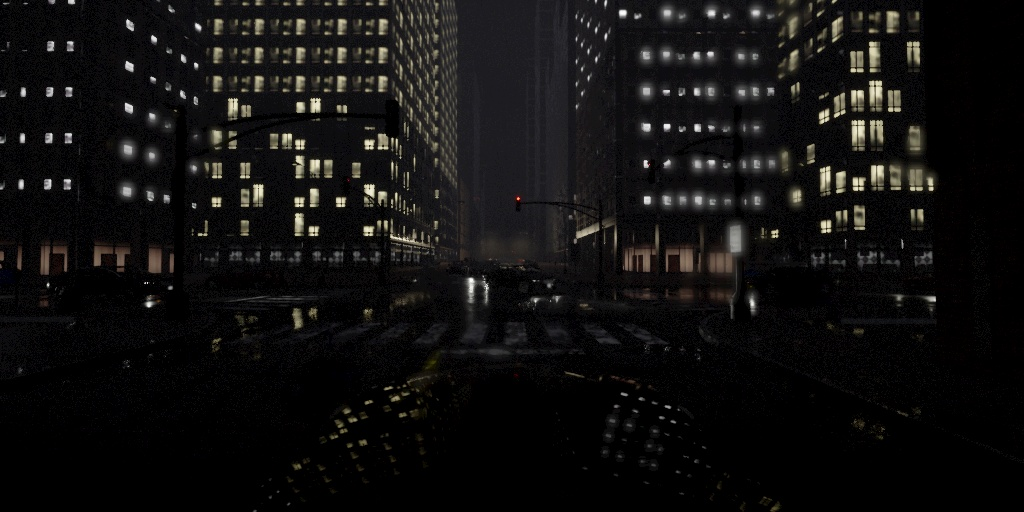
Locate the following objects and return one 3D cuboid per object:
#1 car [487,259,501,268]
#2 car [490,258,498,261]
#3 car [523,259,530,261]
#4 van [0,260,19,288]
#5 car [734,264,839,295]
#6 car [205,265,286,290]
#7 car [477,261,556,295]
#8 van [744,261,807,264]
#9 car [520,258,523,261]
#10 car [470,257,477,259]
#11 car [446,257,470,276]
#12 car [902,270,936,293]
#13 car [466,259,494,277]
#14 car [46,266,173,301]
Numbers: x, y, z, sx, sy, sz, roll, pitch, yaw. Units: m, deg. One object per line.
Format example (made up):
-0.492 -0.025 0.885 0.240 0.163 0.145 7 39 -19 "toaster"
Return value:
-3.067 1.321 61.699 2.033 1.411 5.357 0 0 0 "car"
-3.100 1.331 48.569 1.994 1.385 4.181 0 0 0 "car"
2.686 1.350 48.847 1.802 1.307 4.207 0 0 0 "car"
-33.440 1.132 22.232 3.998 1.789 1.690 0 0 0 "van"
14.872 1.321 19.553 4.892 1.490 1.837 0 -1 0 "car"
-16.494 1.255 22.196 4.097 1.591 1.967 0 0 0 "car"
0.394 1.248 20.259 2.128 1.511 4.902 0 0 -38 "car"
15.979 1.210 22.125 3.998 1.789 1.690 0 0 0 "van"
2.686 1.298 60.172 1.751 1.417 4.829 0 0 0 "car"
-5.694 1.082 48.784 2.192 1.841 5.009 0 0 0 "car"
-5.693 1.203 37.634 1.967 1.591 4.097 0 0 0 "car"
24.351 1.313 19.529 5.008 1.535 1.882 0 -1 0 "car"
-3.098 1.288 35.472 1.812 1.442 4.674 0 0 0 "car"
-18.089 1.191 16.424 4.902 1.511 2.128 0 -1 0 "car"
